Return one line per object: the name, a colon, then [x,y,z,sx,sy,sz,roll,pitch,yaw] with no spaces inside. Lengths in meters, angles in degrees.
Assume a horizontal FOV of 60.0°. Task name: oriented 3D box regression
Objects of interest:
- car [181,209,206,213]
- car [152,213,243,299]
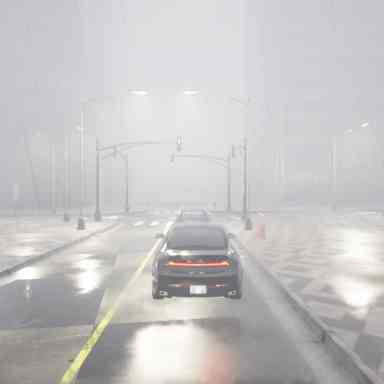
car: [0.059,1.556,17.294,1.994,1.385,4.181,0,0,1]
car: [0.100,1.502,8.391,1.837,1.490,4.892,0,0,0]
